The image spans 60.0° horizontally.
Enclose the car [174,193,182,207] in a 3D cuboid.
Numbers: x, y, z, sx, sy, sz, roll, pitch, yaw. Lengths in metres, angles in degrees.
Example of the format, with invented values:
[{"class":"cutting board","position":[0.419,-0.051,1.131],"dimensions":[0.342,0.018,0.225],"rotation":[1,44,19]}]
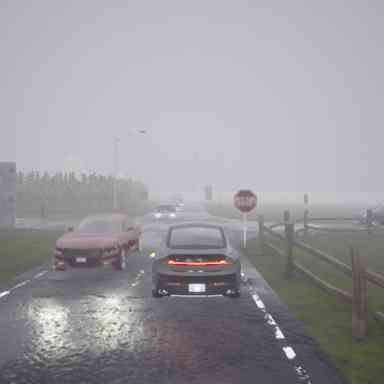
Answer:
[{"class":"car","position":[-2.928,1.364,49.090],"dimensions":[2.097,1.767,4.553],"rotation":[0,0,0]}]

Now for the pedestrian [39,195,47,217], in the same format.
[{"class":"pedestrian","position":[-12.218,1.141,27.267],"dimensions":[0.375,1.860,0.375],"rotation":[0,-2,0]}]

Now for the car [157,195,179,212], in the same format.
[{"class":"car","position":[-2.917,1.484,38.769],"dimensions":[1.882,1.535,5.008],"rotation":[0,0,0]}]

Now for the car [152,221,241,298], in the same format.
[{"class":"car","position":[0.087,1.506,8.505],"dimensions":[1.837,1.490,4.892],"rotation":[0,0,0]}]

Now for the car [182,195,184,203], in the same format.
[{"class":"car","position":[-2.878,1.235,68.165],"dimensions":[2.150,2.045,5.566],"rotation":[0,0,0]}]

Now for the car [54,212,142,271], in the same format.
[{"class":"car","position":[-2.867,1.480,11.093],"dimensions":[1.882,1.535,5.008],"rotation":[0,0,0]}]

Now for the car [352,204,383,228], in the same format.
[{"class":"car","position":[14.275,1.650,24.365],"dimensions":[4.553,1.767,2.097],"rotation":[1,-1,0]}]
